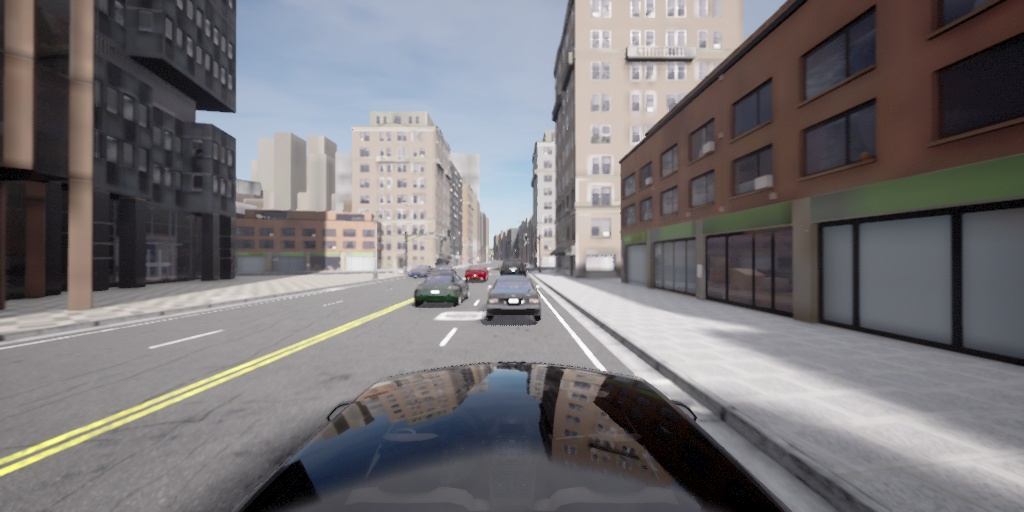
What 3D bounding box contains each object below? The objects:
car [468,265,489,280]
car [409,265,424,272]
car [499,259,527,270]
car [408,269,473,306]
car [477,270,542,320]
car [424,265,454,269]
[{"bbox_3d":[-3.165,1.550,33.232,1.882,1.535,5.008,0,-1,0],"label":"car"},{"bbox_3d":[-9.817,1.680,39.308,2.033,1.411,5.357,0,-1,0],"label":"car"},{"bbox_3d":[0.083,1.269,30.812,2.150,2.045,5.566,0,-1,0],"label":"car"},{"bbox_3d":[-3.167,1.471,16.809,1.994,1.385,4.181,0,-1,0],"label":"car"},{"bbox_3d":[0.067,1.419,13.270,2.033,1.411,5.357,0,-1,0],"label":"car"},{"bbox_3d":[-6.587,1.575,34.399,2.128,1.511,4.902,0,-1,0],"label":"car"}]
